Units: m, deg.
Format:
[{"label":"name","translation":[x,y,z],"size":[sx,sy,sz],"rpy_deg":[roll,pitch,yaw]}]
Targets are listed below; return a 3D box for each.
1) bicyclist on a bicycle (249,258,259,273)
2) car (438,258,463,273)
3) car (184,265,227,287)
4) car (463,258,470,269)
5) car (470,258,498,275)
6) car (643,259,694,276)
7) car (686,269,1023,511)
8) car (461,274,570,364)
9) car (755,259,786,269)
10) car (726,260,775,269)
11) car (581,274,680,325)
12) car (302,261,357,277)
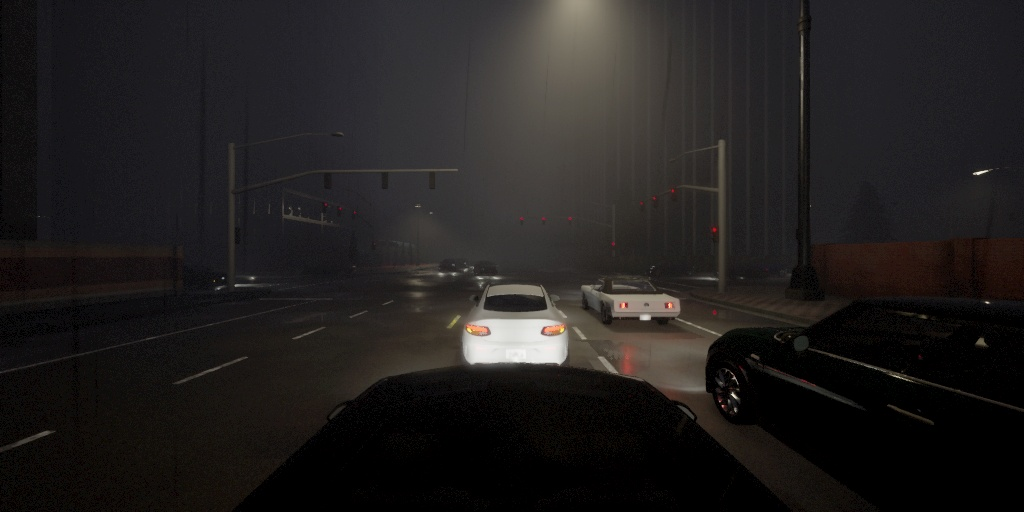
[{"label":"bicyclist on a bicycle","translation":[-28.409,1.051,39.513],"size":[0.582,1.620,1.656],"rpy_deg":[0,0,-1]},{"label":"car","translation":[-7.813,1.102,44.653],"size":[2.097,1.767,4.553],"rpy_deg":[0,0,-1]},{"label":"car","translation":[-21.419,1.314,24.093],"size":[4.181,1.385,1.994],"rpy_deg":[0,0,0]},{"label":"car","translation":[-8.004,1.103,56.452],"size":[2.097,1.767,4.553],"rpy_deg":[0,0,-1]},{"label":"car","translation":[-2.815,1.227,37.406],"size":[1.882,1.535,5.008],"rpy_deg":[0,0,-16]},{"label":"car","translation":[15.338,1.102,35.147],"size":[4.553,1.767,2.097],"rpy_deg":[0,0,0]},{"label":"car","translation":[3.599,1.102,2.893],"size":[2.097,1.767,4.553],"rpy_deg":[0,0,0]},{"label":"car","translation":[0.059,1.276,7.577],"size":[1.812,1.442,4.674],"rpy_deg":[0,0,0]},{"label":"car","translation":[24.230,1.102,35.229],"size":[4.553,1.767,2.097],"rpy_deg":[0,0,0]},{"label":"car","translation":[20.189,1.314,31.693],"size":[4.181,1.385,1.994],"rpy_deg":[0,0,-1]},{"label":"car","translation":[3.563,1.351,11.795],"size":[1.895,1.301,4.718],"rpy_deg":[0,0,0]},{"label":"car","translation":[-17.641,1.241,34.782],"size":[4.902,1.511,2.128],"rpy_deg":[0,0,-3]}]
